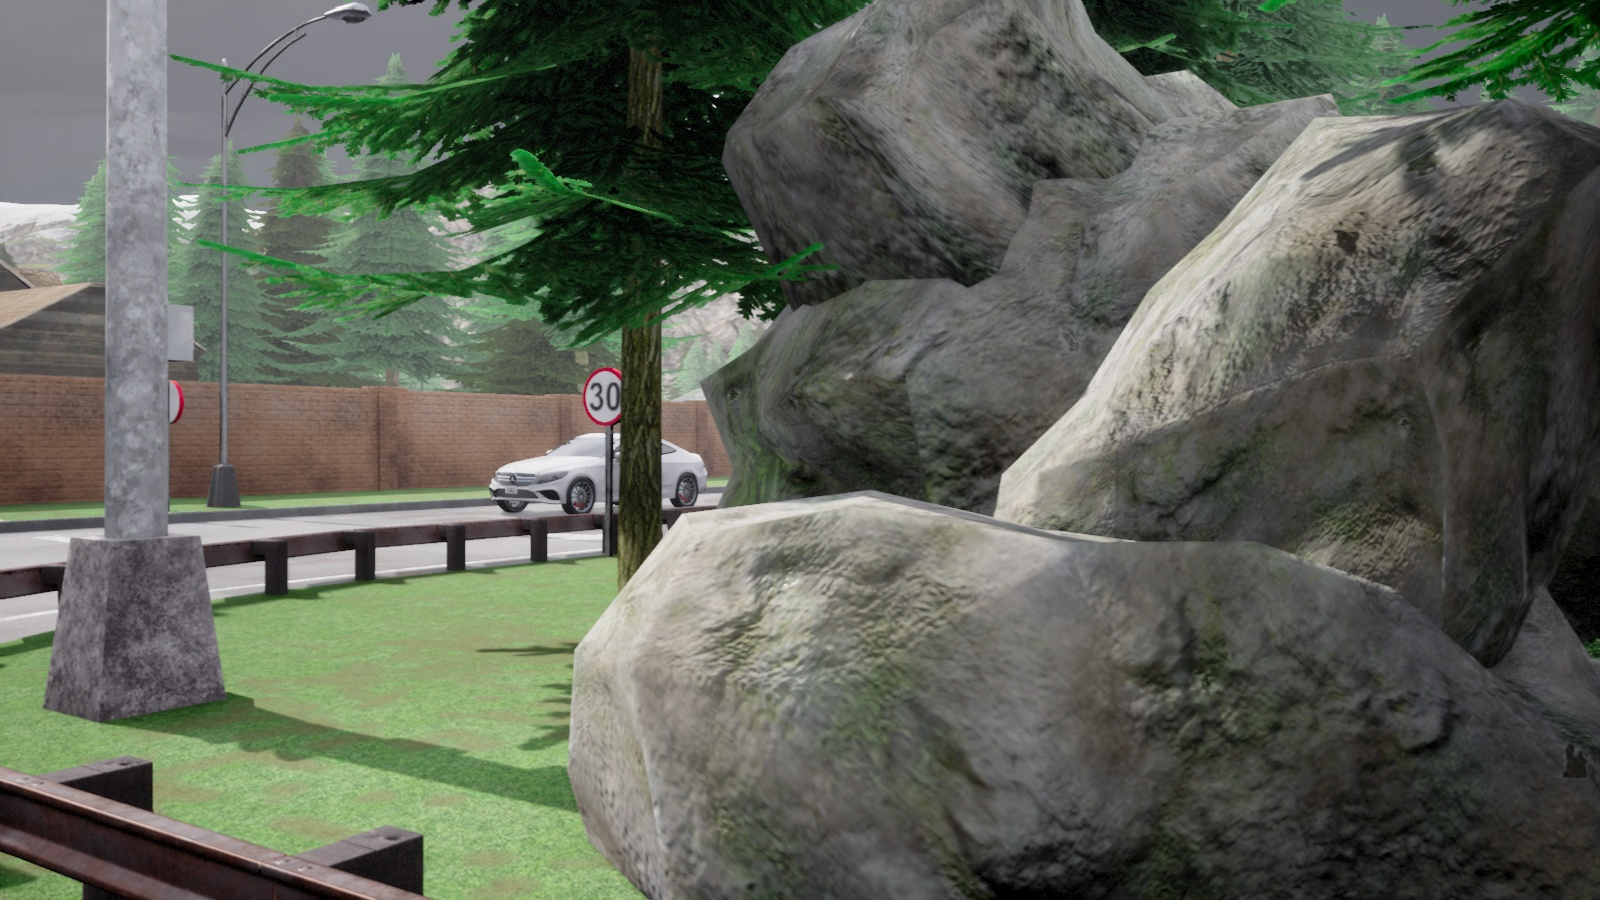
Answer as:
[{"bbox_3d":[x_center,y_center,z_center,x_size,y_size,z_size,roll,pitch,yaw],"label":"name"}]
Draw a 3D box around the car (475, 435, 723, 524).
[{"bbox_3d":[-3.578,0.470,23.253,1.812,1.442,4.674,0,1,34],"label":"car"}]
